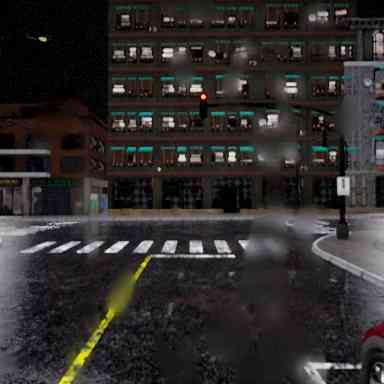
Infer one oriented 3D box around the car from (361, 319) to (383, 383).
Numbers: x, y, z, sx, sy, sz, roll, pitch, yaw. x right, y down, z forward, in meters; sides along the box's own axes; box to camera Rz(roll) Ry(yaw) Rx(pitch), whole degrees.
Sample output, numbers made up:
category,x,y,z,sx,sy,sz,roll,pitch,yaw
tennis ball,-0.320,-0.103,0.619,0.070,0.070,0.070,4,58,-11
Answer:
category,x,y,z,sx,sy,sz,roll,pitch,yaw
car,2.753,1.441,1.926,1.967,1.590,4.097,1,0,0
